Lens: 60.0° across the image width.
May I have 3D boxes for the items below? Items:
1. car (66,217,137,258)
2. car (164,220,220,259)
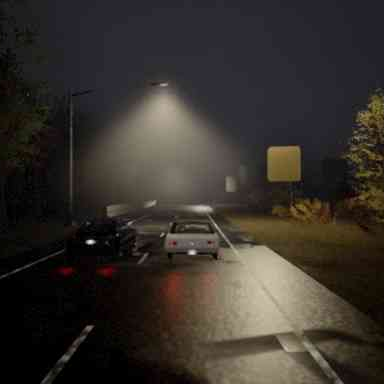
[{"bbox_3d":[-3.469,1.711,13.443,1.994,1.385,4.181,0,-1,1],"label":"car"},{"bbox_3d":[0.027,1.746,13.257,1.895,1.301,4.718,0,-1,1],"label":"car"}]
